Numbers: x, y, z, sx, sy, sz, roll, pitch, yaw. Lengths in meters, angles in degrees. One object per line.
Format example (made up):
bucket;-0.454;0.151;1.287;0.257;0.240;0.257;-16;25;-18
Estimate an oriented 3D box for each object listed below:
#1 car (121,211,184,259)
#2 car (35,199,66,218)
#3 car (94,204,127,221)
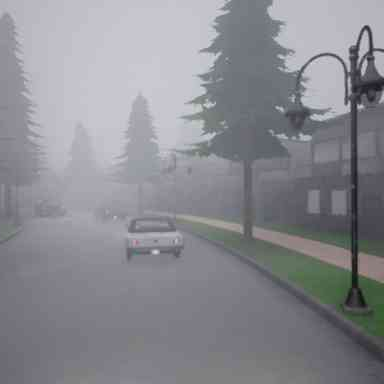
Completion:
car;-1.624;1.612;12.723;1.895;1.301;4.718;0;0;-12
car;-13.464;1.429;31.473;2.097;1.767;4.553;0;0;-34
car;-6.837;1.642;27.440;1.895;1.301;4.718;0;0;-26
